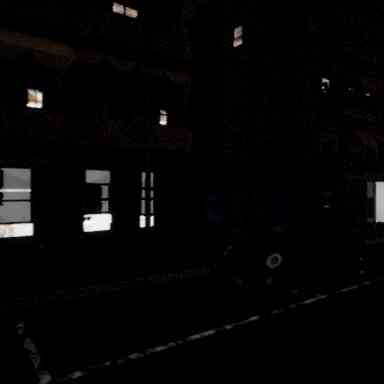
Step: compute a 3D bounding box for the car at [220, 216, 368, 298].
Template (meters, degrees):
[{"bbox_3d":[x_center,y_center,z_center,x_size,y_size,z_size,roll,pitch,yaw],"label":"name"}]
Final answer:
[{"bbox_3d":[2.640,1.428,8.446,4.097,1.590,1.967,0,0,-36],"label":"car"}]
